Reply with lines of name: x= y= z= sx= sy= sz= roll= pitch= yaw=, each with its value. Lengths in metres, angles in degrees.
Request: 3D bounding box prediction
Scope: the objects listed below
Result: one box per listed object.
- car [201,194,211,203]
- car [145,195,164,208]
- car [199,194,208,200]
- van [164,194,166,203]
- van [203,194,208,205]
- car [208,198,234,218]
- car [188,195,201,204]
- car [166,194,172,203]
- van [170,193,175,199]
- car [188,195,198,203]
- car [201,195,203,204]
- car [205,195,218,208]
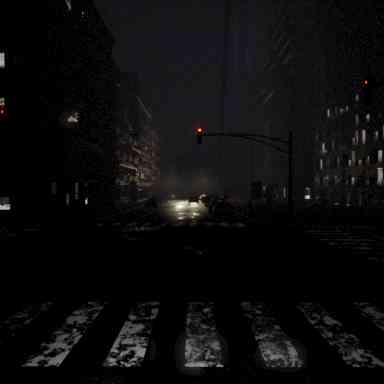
car: x=2.864 y=1.351 z=69.459 sx=1.967 sy=1.590 sz=4.097 roll=-1 pitch=0 yaw=0
car: x=-5.558 y=1.518 z=46.869 sx=1.947 sy=1.339 sz=4.313 roll=-1 pitch=0 yaw=0
car: x=2.947 y=1.309 z=86.396 sx=1.967 sy=1.590 sz=4.097 roll=-1 pitch=0 yaw=0
van: x=-5.544 y=1.284 z=52.514 sx=1.690 sy=1.788 sz=3.998 roll=-1 pitch=0 yaw=0
van: x=2.787 y=1.293 z=46.876 sx=1.690 sy=1.788 sz=3.998 roll=-1 pitch=0 yaw=0
car: x=2.737 y=1.520 z=29.938 sx=1.887 sy=1.381 sz=4.507 roll=-1 pitch=0 yaw=0
car: x=0.287 y=1.433 z=60.856 sx=1.837 sy=1.490 sz=4.892 roll=0 pitch=0 yaw=0
car: x=-5.506 y=1.467 z=63.806 sx=1.887 sy=1.381 sz=4.507 roll=-1 pitch=0 yaw=0
van: x=-5.473 y=1.239 z=75.099 sx=1.690 sy=1.788 sz=3.998 roll=-1 pitch=0 yaw=0
car: x=0.243 y=1.424 z=71.058 sx=2.128 sy=1.511 sz=4.902 roll=0 pitch=0 yaw=0
car: x=2.807 y=1.488 z=52.522 sx=1.887 sy=1.381 sz=4.507 roll=-1 pitch=0 yaw=0
car: x=2.753 y=1.408 z=35.584 sx=1.967 sy=1.590 sz=4.097 roll=-1 pitch=0 yaw=0
